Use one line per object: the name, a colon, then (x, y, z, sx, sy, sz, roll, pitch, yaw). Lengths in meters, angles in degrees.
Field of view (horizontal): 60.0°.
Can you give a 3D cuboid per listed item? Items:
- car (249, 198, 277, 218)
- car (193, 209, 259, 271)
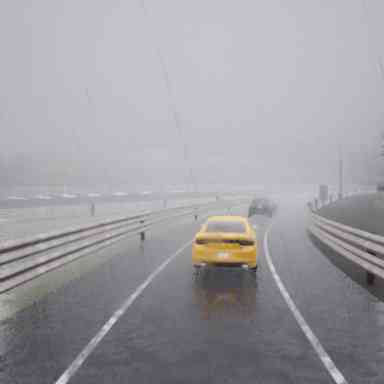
car: (6.617, 1.345, 30.726, 2.097, 1.767, 4.553, 1, 1, 21)
car: (1.237, 1.574, 11.457, 1.882, 1.535, 5.008, 0, 0, 9)
